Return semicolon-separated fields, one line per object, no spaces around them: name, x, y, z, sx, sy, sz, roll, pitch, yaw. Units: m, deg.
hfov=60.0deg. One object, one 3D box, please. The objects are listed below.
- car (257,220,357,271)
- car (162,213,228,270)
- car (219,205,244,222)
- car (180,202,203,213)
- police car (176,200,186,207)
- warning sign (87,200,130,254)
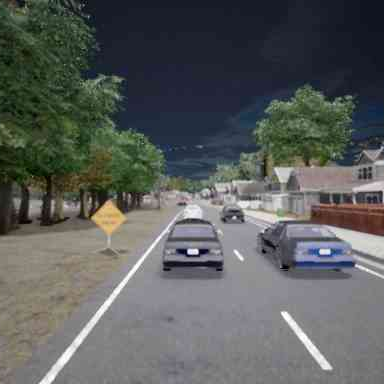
car;3.547;1.660;11.324;2.033;1.411;5.357;0;-1;1
car;0.047;1.660;11.337;2.033;1.411;5.357;0;-1;1
car;3.584;1.925;30.279;1.837;1.490;4.892;0;-1;0
car;0.088;1.960;31.158;1.812;1.442;4.674;0;-1;0
police car;-2.647;3.206;92.326;1.930;1.638;5.238;0;-1;-5
warning sign;-3.035;1.238;12.193;1.300;1.860;1.060;1;0;0
